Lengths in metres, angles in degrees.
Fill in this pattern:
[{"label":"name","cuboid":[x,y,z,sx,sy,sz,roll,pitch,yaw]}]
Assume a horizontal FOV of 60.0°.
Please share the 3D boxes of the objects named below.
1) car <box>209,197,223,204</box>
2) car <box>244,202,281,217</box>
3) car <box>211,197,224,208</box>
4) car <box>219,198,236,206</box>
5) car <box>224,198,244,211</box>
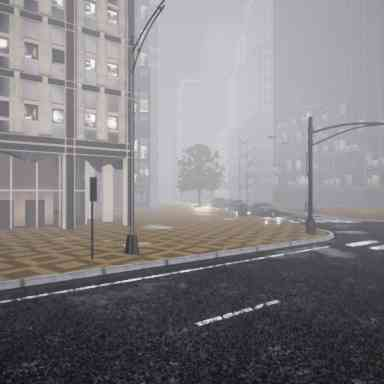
[{"label":"car","cuboid":[5.368,1.911,73.629,2.128,1.511,4.902,0,0,-7]},{"label":"car","cuboid":[7.385,1.728,34.416,2.033,1.411,5.357,0,0,-7]},{"label":"car","cuboid":[4.646,1.695,55.394,2.097,1.767,4.553,0,0,-7]},{"label":"car","cuboid":[6.723,1.894,63.301,2.128,1.511,4.902,0,0,-7]},{"label":"car","cuboid":[6.093,1.733,44.328,1.882,1.535,5.008,0,0,-8]}]
